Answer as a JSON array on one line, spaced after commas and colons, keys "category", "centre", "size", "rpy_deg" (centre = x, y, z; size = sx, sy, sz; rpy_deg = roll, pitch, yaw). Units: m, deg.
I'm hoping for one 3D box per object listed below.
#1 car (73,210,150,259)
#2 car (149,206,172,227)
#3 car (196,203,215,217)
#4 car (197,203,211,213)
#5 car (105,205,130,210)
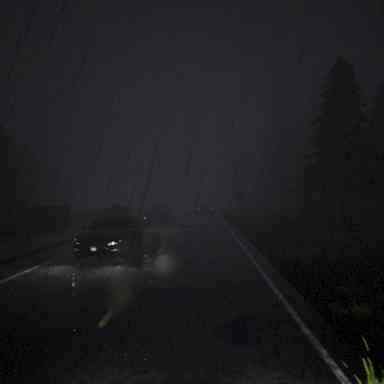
[{"category": "car", "centre": [-3.147, 1.668, 13.367], "size": [1.837, 1.490, 4.892], "rpy_deg": [0, -1, 2]}, {"category": "car", "centre": [-2.591, 1.841, 25.633], "size": [1.812, 1.442, 4.674], "rpy_deg": [0, -1, 2]}, {"category": "car", "centre": [1.405, 1.987, 36.847], "size": [1.812, 1.442, 4.674], "rpy_deg": [0, -1, 2]}, {"category": "car", "centre": [1.757, 2.187, 46.854], "size": [1.895, 1.301, 4.718], "rpy_deg": [0, -1, 3]}, {"category": "car", "centre": [-5.592, 1.757, 24.901], "size": [1.816, 1.474, 4.193], "rpy_deg": [6, -1, 0]}]
